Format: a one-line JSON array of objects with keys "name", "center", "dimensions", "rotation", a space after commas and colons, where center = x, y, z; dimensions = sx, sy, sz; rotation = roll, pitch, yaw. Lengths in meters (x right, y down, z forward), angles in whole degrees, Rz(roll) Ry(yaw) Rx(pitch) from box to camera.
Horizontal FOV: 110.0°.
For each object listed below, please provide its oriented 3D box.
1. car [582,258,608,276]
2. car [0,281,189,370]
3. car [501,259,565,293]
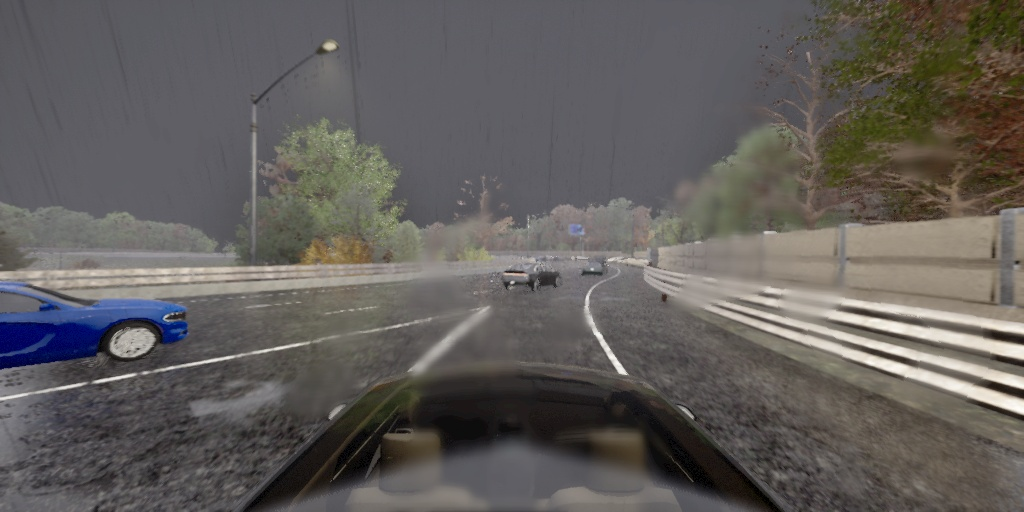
[{"name": "car", "center": [8.106, 1.195, 34.961], "dimensions": [1.994, 1.385, 4.181], "rotation": [1, 0, 21]}, {"name": "car", "center": [-8.519, 1.125, 5.731], "dimensions": [1.882, 1.535, 5.008], "rotation": [1, 1, 38]}, {"name": "car", "center": [1.211, 1.141, 20.265], "dimensions": [2.128, 1.511, 4.902], "rotation": [1, 0, 30]}]
